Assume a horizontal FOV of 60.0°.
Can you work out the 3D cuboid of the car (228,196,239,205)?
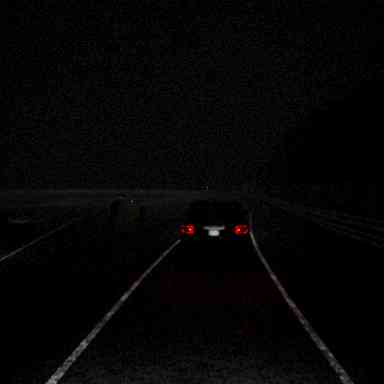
[{"bbox_3d":[7.181,1.422,58.464,1.812,1.442,4.674,0,1,6],"label":"car"}]

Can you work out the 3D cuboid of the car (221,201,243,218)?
[{"bbox_3d":[4.062,1.668,33.249,2.033,1.411,5.357,0,0,9],"label":"car"}]

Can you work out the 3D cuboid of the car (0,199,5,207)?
[{"bbox_3d":[-42.216,2.382,71.549,1.882,1.535,5.008,0,-2,-12],"label":"car"}]

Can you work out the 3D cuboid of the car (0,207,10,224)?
[{"bbox_3d":[-13.961,1.518,22.518,1.882,1.535,5.008,0,-1,-12],"label":"car"}]

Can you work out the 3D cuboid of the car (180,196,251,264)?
[{"bbox_3d":[0.905,1.267,12.138,2.150,2.045,5.566,0,0,6],"label":"car"}]
